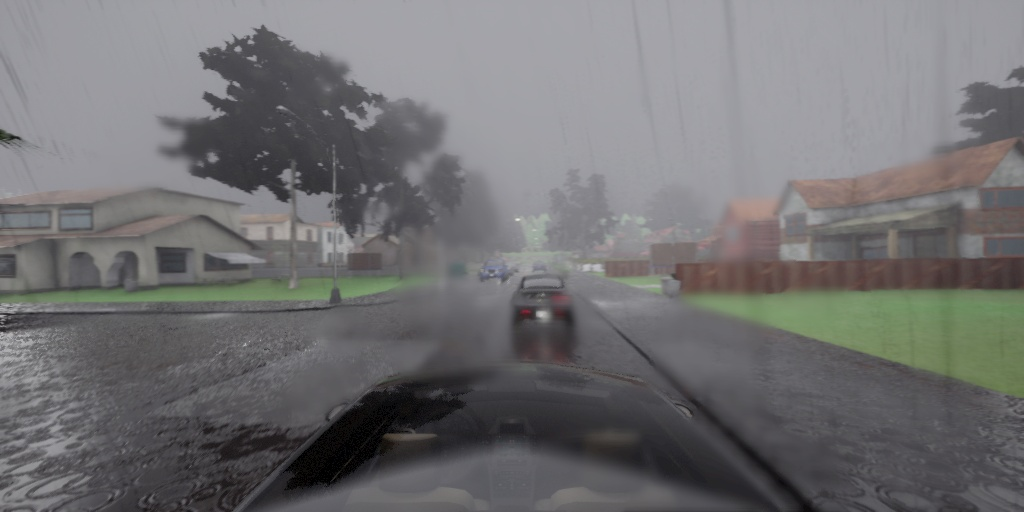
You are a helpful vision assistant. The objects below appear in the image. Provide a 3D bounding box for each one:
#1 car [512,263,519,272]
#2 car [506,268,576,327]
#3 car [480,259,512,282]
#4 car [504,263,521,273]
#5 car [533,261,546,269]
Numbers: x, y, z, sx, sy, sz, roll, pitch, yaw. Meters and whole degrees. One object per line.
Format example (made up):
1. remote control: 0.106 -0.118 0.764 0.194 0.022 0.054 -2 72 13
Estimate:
1. car: -0.748 1.663 43.478 2.128 1.511 4.902 -1 -1 5
2. car: 1.021 1.335 11.907 1.837 1.490 4.892 -1 0 4
3. car: -1.546 1.311 33.463 2.150 2.045 5.566 -1 -1 4
4. car: 0.125 1.805 53.979 2.033 1.411 5.357 -1 -1 4
5. car: 4.316 1.551 56.288 2.097 1.767 4.553 -1 -1 4
